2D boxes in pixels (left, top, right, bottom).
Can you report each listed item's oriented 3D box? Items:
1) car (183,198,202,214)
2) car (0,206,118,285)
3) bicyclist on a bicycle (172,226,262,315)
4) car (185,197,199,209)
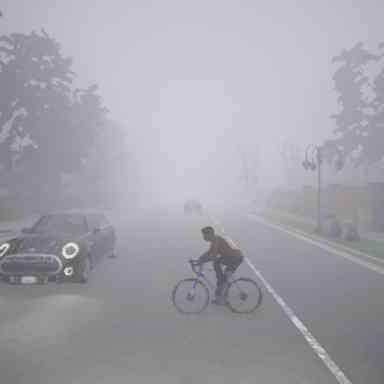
[{"bbox_3d":[0.046,1.487,35.510,2.128,1.511,4.902,0,0,0],"label":"car"},{"bbox_3d":[-3.602,1.352,9.588,2.097,1.767,4.553,0,0,0],"label":"car"},{"bbox_3d":[0.455,1.452,6.087,1.656,1.620,0.582,0,0,0],"label":"bicyclist on a bicycle"},{"bbox_3d":[-0.020,1.503,46.423,1.812,1.442,4.674,0,0,0],"label":"car"}]
